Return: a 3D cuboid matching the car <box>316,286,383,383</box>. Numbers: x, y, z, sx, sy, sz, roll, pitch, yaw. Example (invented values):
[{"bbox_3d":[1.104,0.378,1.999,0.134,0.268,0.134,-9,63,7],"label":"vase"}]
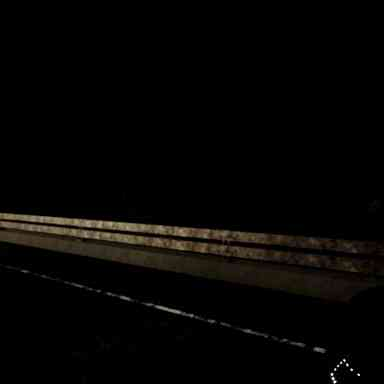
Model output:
[{"bbox_3d":[3.505,1.223,1.493,5.566,2.045,2.150,0,0,35],"label":"car"}]
